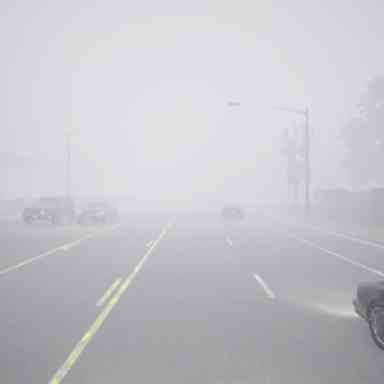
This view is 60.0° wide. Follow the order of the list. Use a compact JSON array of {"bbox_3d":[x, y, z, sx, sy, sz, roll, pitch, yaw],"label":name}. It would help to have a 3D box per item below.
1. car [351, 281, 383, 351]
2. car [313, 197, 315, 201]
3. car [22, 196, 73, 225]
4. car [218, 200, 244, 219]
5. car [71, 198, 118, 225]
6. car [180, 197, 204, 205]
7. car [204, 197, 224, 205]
[{"bbox_3d":[3.593,1.563,3.114,2.033,1.411,5.357,0,0,0],"label":"car"},{"bbox_3d":[31.319,1.436,80.136,5.008,1.535,1.882,-1,-1,-28],"label":"car"},{"bbox_3d":[-10.572,1.323,25.216,2.150,2.045,5.566,0,0,0],"label":"car"},{"bbox_3d":[3.689,1.687,30.772,1.994,1.385,4.181,0,0,3],"label":"car"},{"bbox_3d":[-7.039,1.454,25.108,2.097,1.767,4.553,0,0,1],"label":"car"},{"bbox_3d":[-0.386,1.779,64.817,2.128,1.511,4.902,-1,-1,33],"label":"car"},{"bbox_3d":[4.390,1.776,65.575,2.033,1.411,5.357,-1,-1,37],"label":"car"}]
